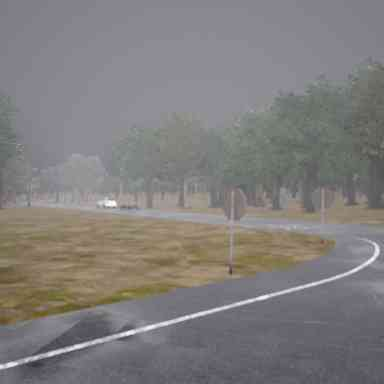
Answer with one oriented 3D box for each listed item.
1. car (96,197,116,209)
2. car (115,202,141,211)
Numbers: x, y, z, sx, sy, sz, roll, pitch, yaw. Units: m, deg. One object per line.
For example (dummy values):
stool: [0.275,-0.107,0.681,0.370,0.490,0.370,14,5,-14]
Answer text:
car: [-15.507,2.011,60.352,2.150,2.045,5.566,2,-2,-34]
car: [-9.813,2.227,52.040,1.895,1.301,4.718,2,-2,-34]
